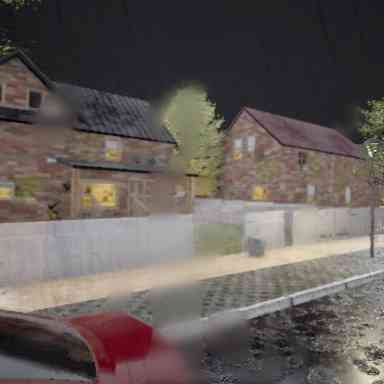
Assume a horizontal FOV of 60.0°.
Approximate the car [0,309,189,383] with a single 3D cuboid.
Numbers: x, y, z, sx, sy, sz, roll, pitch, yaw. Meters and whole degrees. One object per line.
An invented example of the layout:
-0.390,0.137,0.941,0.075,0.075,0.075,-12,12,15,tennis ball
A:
-2.302,1.473,1.409,5.008,1.535,1.882,1,0,-35,car
